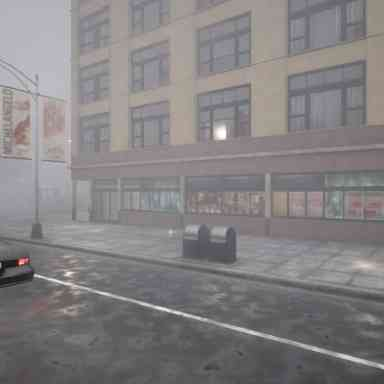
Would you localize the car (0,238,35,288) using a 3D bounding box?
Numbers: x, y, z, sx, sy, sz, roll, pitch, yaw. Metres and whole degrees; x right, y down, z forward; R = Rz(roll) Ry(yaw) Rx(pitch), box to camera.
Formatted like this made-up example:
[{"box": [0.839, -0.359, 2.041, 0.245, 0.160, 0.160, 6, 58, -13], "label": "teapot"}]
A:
[{"box": [-6.014, 1.547, 8.156, 5.357, 1.411, 2.033, 0, 0, 35], "label": "car"}]
